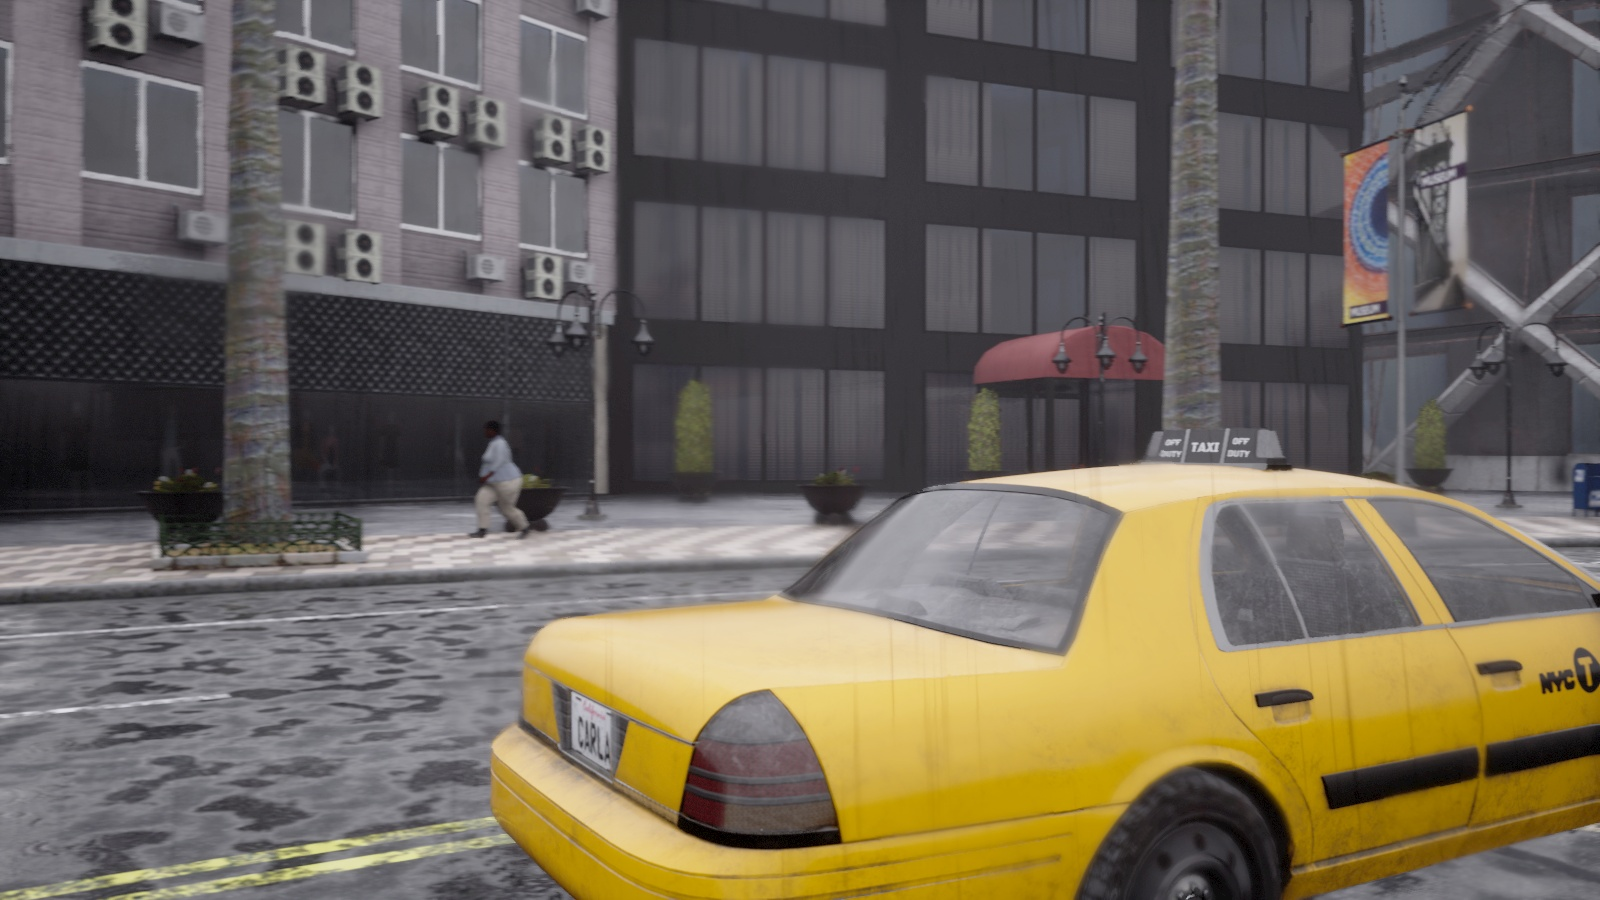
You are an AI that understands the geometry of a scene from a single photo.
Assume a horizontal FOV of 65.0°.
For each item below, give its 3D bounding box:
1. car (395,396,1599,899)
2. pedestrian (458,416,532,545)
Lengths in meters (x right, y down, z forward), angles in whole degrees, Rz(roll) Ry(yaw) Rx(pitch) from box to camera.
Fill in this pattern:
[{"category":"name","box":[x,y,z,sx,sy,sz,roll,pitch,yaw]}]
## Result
[{"category":"car","box":[1.527,0.688,4.418,5.366,1.575,1.801,0,0,-30]},{"category":"pedestrian","box":[-4.546,0.438,18.711,0.900,1.855,0.874,0,0,-27]}]
